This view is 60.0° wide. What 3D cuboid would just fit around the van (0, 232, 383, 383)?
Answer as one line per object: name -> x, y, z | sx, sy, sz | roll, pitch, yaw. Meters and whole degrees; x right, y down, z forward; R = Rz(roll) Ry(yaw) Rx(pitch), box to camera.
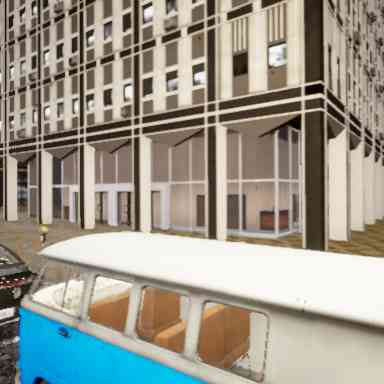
van -> 0.138, 1.335, 2.790 | 3.998, 1.788, 1.690 | 0, 0, 36
